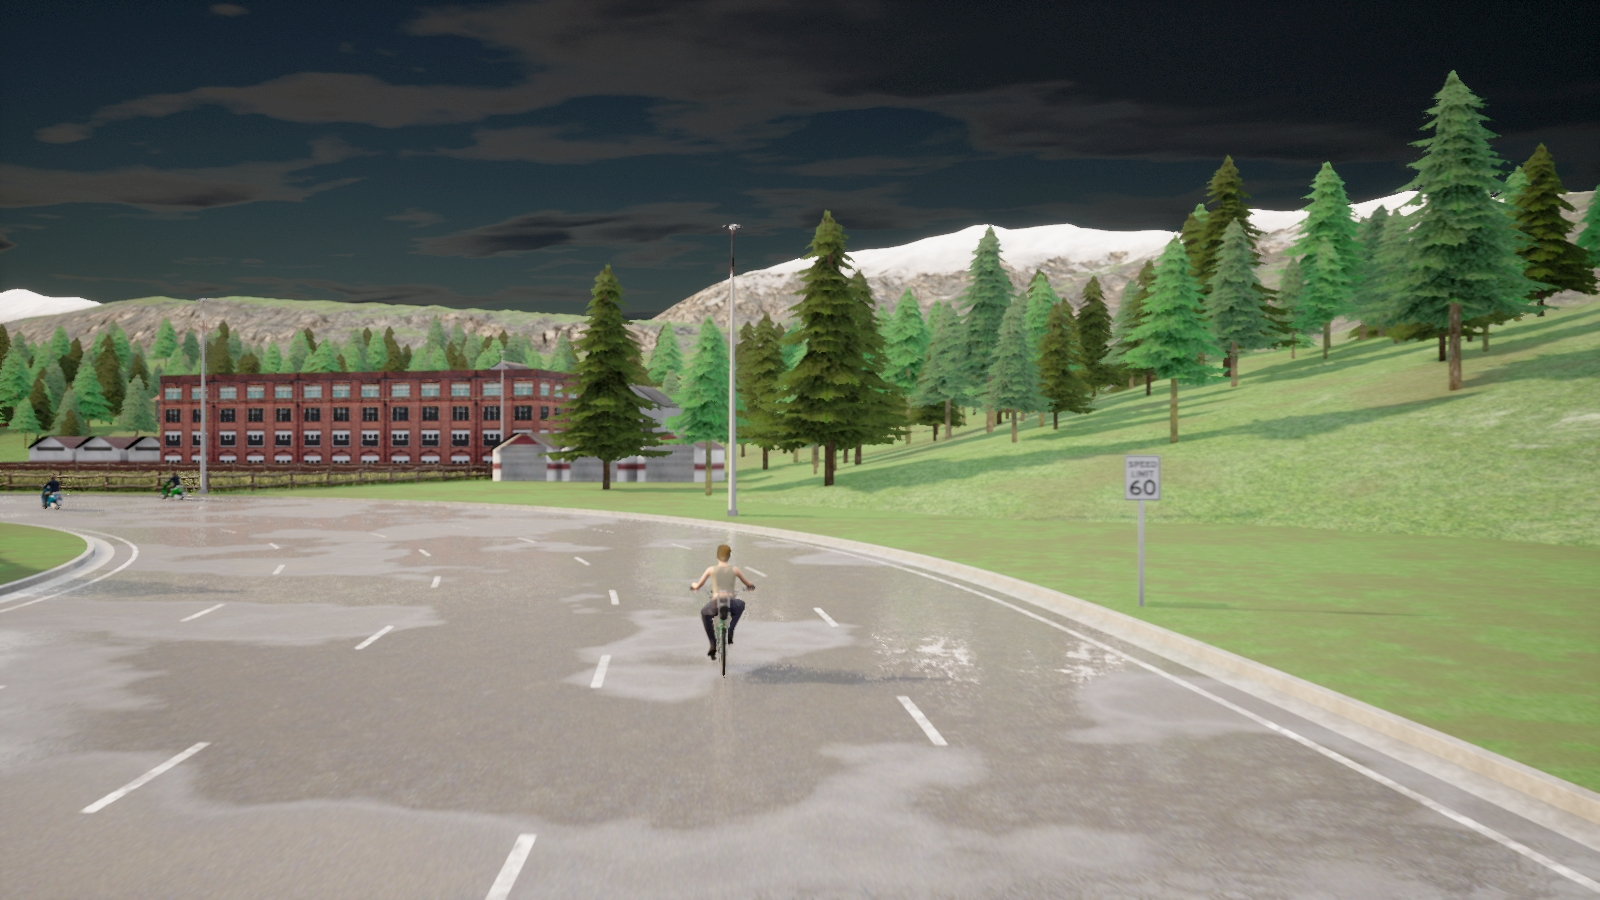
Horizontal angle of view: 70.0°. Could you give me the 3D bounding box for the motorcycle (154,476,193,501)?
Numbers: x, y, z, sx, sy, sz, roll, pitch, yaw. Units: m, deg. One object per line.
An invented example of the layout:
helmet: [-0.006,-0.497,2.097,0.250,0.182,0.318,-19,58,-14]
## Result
motorcycle: [-34.399,2.130,62.712,1.805,1.316,0.856,0,1,19]

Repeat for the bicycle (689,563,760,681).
bicycle: [-0.981,2.154,14.584,0.859,1.276,1.487,0,0,-5]

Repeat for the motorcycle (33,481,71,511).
motorcycle: [-34.694,2.133,52.995,1.805,1.316,0.856,0,0,35]
